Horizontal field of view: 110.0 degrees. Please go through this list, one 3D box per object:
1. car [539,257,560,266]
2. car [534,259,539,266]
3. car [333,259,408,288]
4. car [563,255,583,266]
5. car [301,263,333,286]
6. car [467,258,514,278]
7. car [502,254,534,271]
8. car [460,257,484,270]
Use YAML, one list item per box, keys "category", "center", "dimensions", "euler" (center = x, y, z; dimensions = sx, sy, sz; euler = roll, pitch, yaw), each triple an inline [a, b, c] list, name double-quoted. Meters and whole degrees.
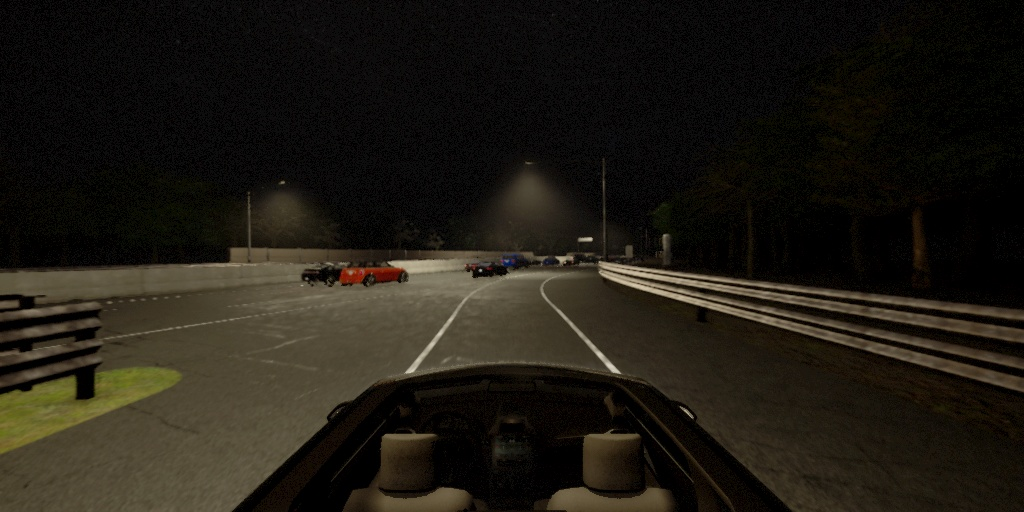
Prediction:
- category: "car"
  center: [6.698, 0.935, 60.592]
  dimensions: [1.882, 1.535, 5.008]
  euler: [-1, 0, 23]
- category: "car"
  center: [3.487, 1.099, 61.970]
  dimensions: [1.895, 1.301, 4.718]
  euler: [-1, 0, 23]
- category: "car"
  center: [-8.980, 1.056, 23.765]
  dimensions: [2.097, 1.767, 4.553]
  euler: [-1, 0, 23]
- category: "car"
  center: [9.926, 1.015, 59.225]
  dimensions: [1.895, 1.301, 4.718]
  euler: [-1, 0, 23]
- category: "car"
  center: [-12.177, 1.238, 25.182]
  dimensions: [2.128, 1.511, 4.902]
  euler: [-1, 0, 23]
- category: "car"
  center: [-1.824, 1.164, 31.621]
  dimensions: [1.994, 1.385, 4.181]
  euler: [-1, 0, 23]
- category: "car"
  center: [0.460, 0.776, 45.918]
  dimensions: [2.150, 2.045, 5.566]
  euler: [-1, 0, 23]
- category: "car"
  center: [-3.953, 1.163, 44.478]
  dimensions: [2.033, 1.411, 5.357]
  euler: [-1, 0, 23]
